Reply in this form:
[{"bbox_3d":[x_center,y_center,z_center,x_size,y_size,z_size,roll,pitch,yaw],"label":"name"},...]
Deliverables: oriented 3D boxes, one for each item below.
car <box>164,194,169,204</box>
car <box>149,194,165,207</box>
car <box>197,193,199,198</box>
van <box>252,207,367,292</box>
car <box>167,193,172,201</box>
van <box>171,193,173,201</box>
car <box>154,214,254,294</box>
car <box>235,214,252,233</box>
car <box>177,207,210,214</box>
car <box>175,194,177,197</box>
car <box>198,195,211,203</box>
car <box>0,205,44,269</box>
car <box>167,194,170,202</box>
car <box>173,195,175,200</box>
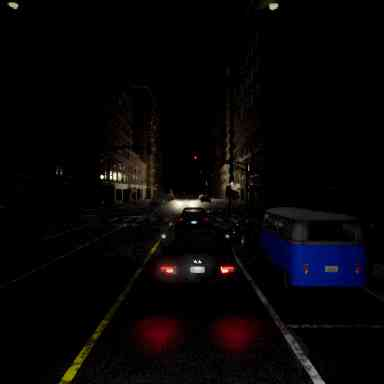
[{"bbox_3d":[-5.681,1.516,57.751,2.008,1.369,4.403,0,0,0],"label":"car"},{"bbox_3d":[-5.680,1.493,52.131,1.752,1.417,4.829,0,0,0],"label":"car"},{"bbox_3d":[2.840,1.516,79.588,2.008,1.369,4.403,0,0,0],"label":"car"},{"bbox_3d":[2.853,1.339,8.653,1.690,1.788,3.998,0,0,0],"label":"van"},{"bbox_3d":[-5.683,1.508,68.653,1.887,1.381,4.507,0,0,0],"label":"car"},{"bbox_3d":[-5.685,1.305,74.104,1.690,1.788,3.998,0,0,0],"label":"van"},{"bbox_3d":[0.099,1.546,8.923,2.033,1.411,5.357,0,0,0],"label":"car"},{"bbox_3d":[2.853,1.562,14.314,1.947,1.339,4.313,0,0,0],"label":"car"},{"bbox_3d":[0.097,1.557,19.243,1.994,1.385,4.181,0,0,0],"label":"car"},{"bbox_3d":[-5.687,1.282,85.005,2.192,1.841,5.009,0,0,0],"label":"car"},{"bbox_3d":[2.841,1.404,68.690,1.967,1.590,4.097,0,0,0],"label":"car"},{"bbox_3d":[-5.671,1.313,8.612,2.192,1.841,5.009,0,0,0],"label":"car"},{"bbox_3d":[-5.682,1.509,63.202,1.887,1.381,4.507,0,0,0],"label":"car"},{"bbox_3d":[-5.685,1.516,79.554,2.008,1.369,4.403,0,0,0],"label":"car"}]
